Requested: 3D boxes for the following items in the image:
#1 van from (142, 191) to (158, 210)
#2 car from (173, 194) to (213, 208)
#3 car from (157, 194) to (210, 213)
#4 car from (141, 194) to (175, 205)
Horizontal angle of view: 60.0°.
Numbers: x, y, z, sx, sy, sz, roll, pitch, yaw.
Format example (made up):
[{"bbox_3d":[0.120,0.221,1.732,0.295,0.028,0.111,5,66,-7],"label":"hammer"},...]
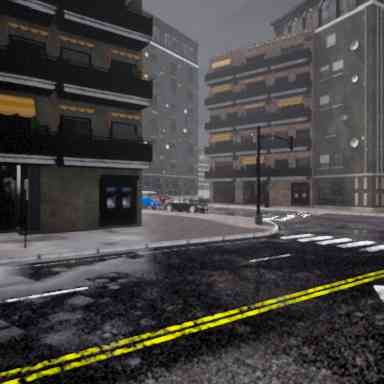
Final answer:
[{"bbox_3d":[-4.965,0.816,32.641,3.998,1.788,1.690,1,0,37],"label":"van"},{"bbox_3d":[0.075,1.040,39.329,4.403,1.369,2.008,1,0,37],"label":"car"},{"bbox_3d":[-0.547,1.137,29.330,4.403,1.369,2.008,1,0,37],"label":"car"},{"bbox_3d":[-4.349,0.960,42.639,4.206,1.307,1.802,1,0,37],"label":"car"}]
